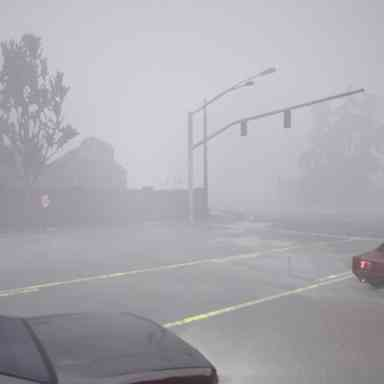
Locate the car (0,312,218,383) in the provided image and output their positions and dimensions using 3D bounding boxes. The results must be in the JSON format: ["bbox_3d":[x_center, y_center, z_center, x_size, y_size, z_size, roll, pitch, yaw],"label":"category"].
[{"bbox_3d":[-2.306,1.545,2.094,5.357,1.411,2.033,0,0,-35],"label":"car"}]

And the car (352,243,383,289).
[{"bbox_3d":[5.944,1.619,7.964,4.718,1.301,1.895,0,0,-35],"label":"car"}]
